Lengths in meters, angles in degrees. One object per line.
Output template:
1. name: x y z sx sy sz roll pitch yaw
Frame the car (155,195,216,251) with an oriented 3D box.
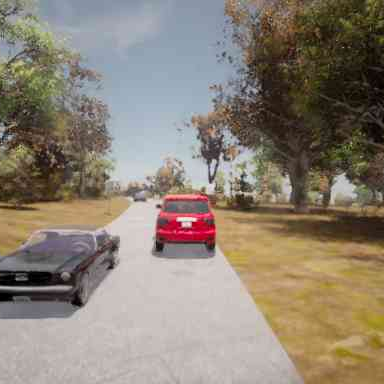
1. car: -0.317 1.108 13.669 2.150 2.045 5.566 1 1 -3

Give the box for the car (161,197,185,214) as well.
1. car: -1.798 1.161 30.554 1.895 1.301 4.718 1 1 -7

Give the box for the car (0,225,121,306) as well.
1. car: -3.018 1.524 7.956 1.895 1.301 4.718 1 1 -2

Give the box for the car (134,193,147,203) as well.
1. car: -7.506 0.782 48.112 2.033 1.411 5.357 1 0 -11
